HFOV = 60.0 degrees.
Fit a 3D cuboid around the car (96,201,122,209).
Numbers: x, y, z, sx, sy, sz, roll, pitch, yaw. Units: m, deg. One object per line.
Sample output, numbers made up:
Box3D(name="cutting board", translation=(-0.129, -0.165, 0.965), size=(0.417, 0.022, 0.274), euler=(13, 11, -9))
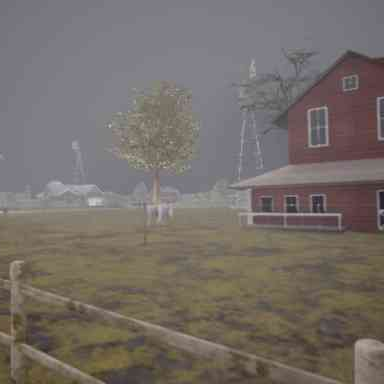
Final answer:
Box3D(name="car", translation=(-16.280, 2.546, 65.340), size=(2.033, 1.411, 5.357), euler=(-2, -2, 36))
